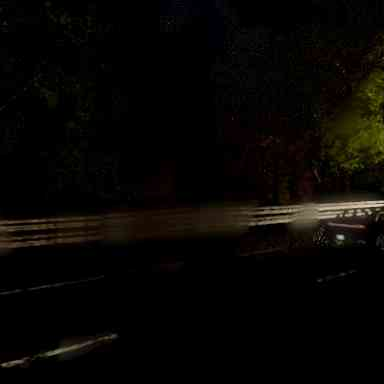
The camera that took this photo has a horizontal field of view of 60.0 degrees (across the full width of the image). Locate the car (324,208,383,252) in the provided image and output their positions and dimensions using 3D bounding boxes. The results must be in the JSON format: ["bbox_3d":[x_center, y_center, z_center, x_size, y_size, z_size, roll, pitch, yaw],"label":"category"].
[{"bbox_3d":[7.271,1.376,13.227,4.902,1.511,2.128,-1,0,-35],"label":"car"}]

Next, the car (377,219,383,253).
[{"bbox_3d":[7.559,1.450,9.159,5.357,1.411,2.033,-1,0,-35],"label":"car"}]
